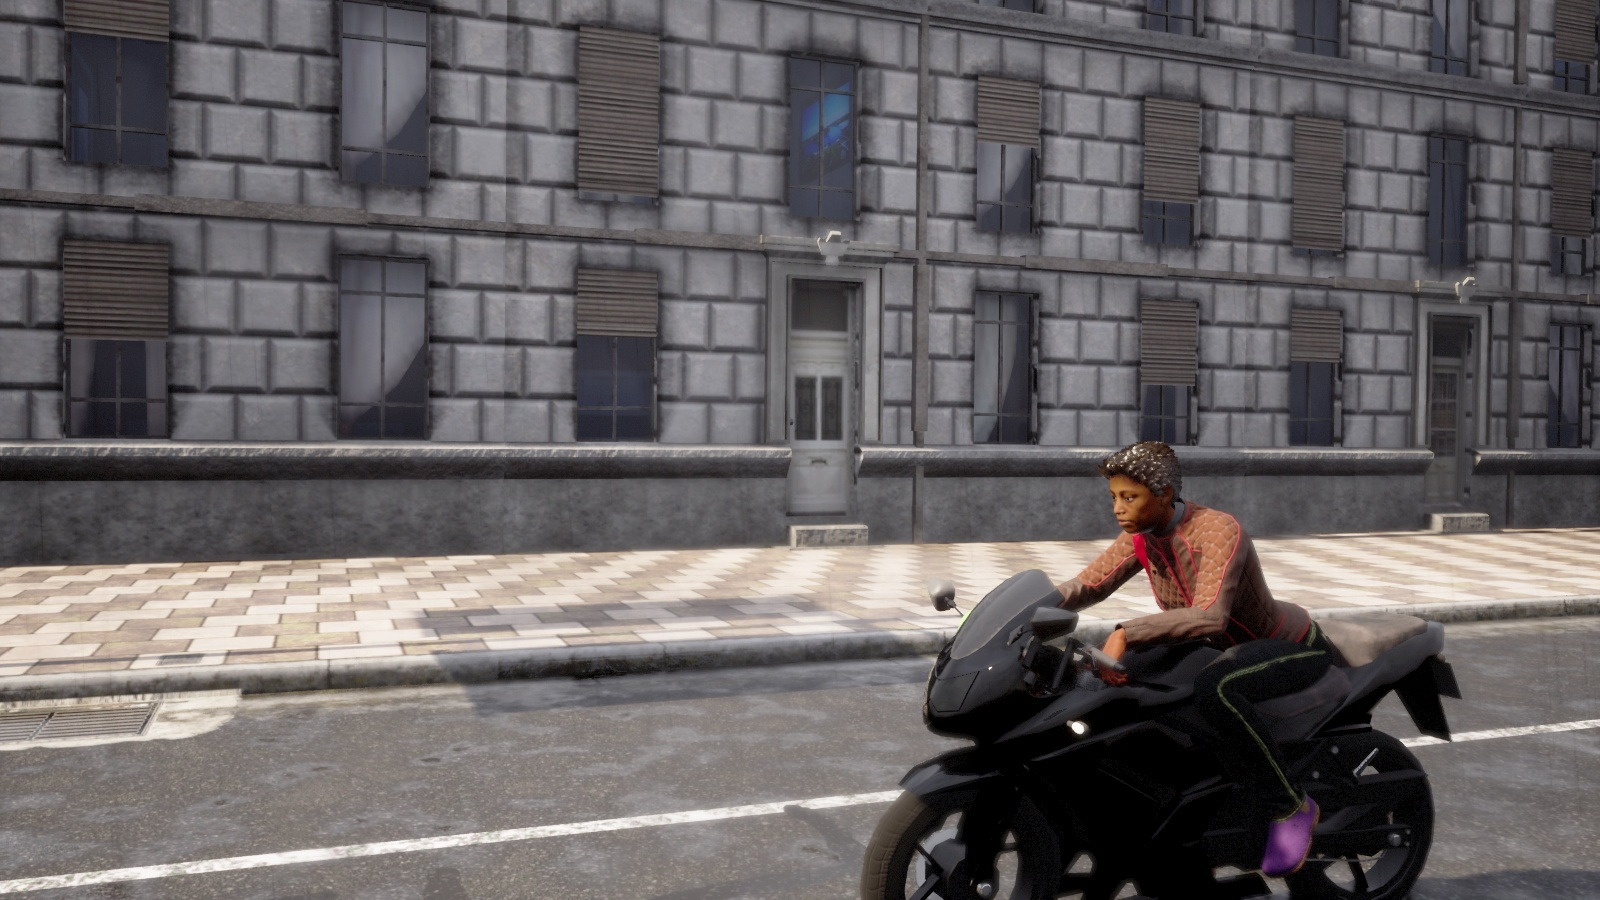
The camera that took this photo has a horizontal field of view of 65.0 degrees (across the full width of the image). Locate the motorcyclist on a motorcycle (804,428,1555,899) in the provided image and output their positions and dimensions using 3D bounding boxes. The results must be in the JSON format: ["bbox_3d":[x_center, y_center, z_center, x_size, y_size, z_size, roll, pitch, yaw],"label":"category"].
[{"bbox_3d":[1.116,0.708,3.691,2.044,1.523,0.797,-1,1,-21],"label":"motorcyclist on a motorcycle"}]
